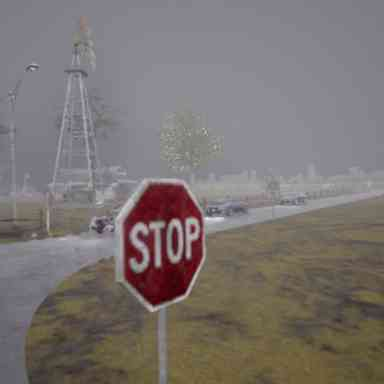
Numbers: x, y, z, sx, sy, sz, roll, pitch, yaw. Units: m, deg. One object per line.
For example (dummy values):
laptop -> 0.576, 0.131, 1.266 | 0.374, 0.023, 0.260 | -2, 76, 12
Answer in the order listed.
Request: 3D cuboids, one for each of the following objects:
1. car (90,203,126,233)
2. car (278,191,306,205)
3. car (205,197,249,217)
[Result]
car -> -3.174, 1.316, 17.887 | 1.837, 1.490, 4.892 | -2, 0, 35
car -> 11.269, 0.670, 37.170 | 1.837, 1.490, 4.892 | -2, 1, 37
car -> 2.753, 1.108, 25.863 | 1.994, 1.385, 4.181 | -2, 0, 37
